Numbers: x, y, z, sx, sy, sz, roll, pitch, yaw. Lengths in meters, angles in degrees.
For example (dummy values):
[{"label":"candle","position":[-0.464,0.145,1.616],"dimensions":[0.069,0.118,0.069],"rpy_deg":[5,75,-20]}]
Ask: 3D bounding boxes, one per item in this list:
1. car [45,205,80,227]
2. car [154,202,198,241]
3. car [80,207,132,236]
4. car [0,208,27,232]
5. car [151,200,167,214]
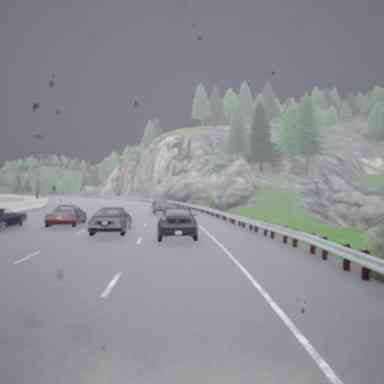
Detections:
[{"label":"car","position":[-8.456,1.562,22.593],"dimensions":[1.994,1.385,4.181],"rpy_deg":[0,0,-7]},{"label":"car","position":[-0.777,1.492,16.632],"dimensions":[1.837,1.490,4.892],"rpy_deg":[0,0,-5]},{"label":"car","position":[-4.432,1.541,18.475],"dimensions":[2.033,1.411,5.357],"rpy_deg":[0,0,-6]},{"label":"car","position":[-11.640,1.608,19.950],"dimensions":[1.895,1.301,4.718],"rpy_deg":[0,0,-6]},{"label":"car","position":[-3.334,1.525,35.272],"dimensions":[2.033,1.411,5.357],"rpy_deg":[0,0,-11]}]
